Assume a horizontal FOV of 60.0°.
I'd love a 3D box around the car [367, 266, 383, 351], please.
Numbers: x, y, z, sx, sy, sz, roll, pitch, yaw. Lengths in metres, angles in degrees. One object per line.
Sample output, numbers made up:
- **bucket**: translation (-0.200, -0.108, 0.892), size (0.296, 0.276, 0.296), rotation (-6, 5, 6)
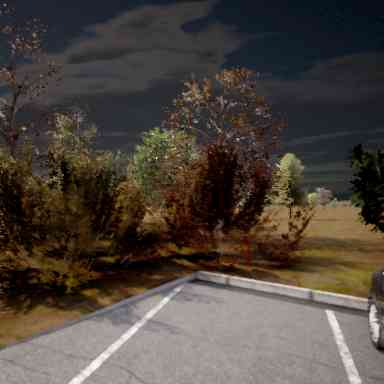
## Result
- **car**: translation (3.145, 1.487, 3.266), size (2.231, 1.521, 4.892), rotation (1, -1, 16)
